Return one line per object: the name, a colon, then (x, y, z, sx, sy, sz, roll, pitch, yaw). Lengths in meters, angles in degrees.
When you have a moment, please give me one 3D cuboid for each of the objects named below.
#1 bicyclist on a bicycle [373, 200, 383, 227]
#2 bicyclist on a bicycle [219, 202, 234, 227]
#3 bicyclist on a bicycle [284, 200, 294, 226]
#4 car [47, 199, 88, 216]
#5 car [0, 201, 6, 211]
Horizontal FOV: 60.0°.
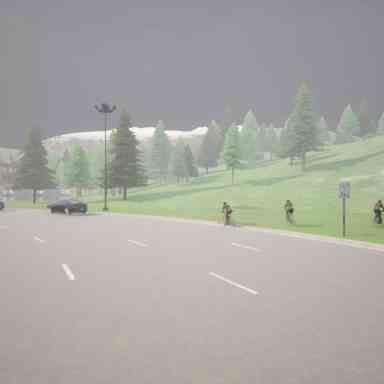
bicyclist on a bicycle: (11.237, 1.300, 20.017, 1.656, 1.620, 0.582, 3, -2, -43)
bicyclist on a bicycle: (2.226, 1.455, 21.433, 0.582, 1.620, 1.656, 0, -2, -29)
bicyclist on a bicycle: (6.053, 1.304, 20.712, 0.582, 1.620, 1.656, 0, -2, -1)
car: (-12.560, 1.478, 33.328, 5.008, 1.535, 1.882, 0, 0, 36)
car: (-24.335, 1.526, 39.651, 4.674, 1.442, 1.812, 0, 0, 23)
